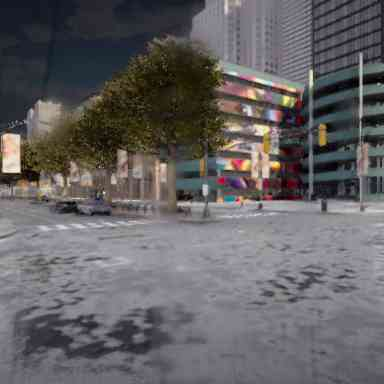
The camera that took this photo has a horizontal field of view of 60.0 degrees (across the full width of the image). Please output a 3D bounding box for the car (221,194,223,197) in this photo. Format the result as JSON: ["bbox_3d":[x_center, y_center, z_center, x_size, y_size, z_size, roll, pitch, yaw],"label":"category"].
[{"bbox_3d":[8.185,1.152,80.755,1.895,1.301,4.718,0,0,-36],"label":"car"}]

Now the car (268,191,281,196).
[{"bbox_3d":[22.702,0.612,92.247,2.435,2.045,5.566,0,0,-36],"label":"car"}]

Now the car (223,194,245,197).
[{"bbox_3d":[9.006,1.053,66.822,2.002,1.452,4.674,0,0,-36],"label":"car"}]

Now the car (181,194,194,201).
[{"bbox_3d":[-1.468,1.169,74.308,2.161,1.482,4.786,0,0,-36],"label":"car"}]

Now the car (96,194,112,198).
[{"bbox_3d":[-16.595,1.219,62.434,2.097,1.767,4.553,0,0,-37],"label":"car"}]

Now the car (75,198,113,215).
[{"bbox_3d":[-9.572,1.536,32.627,1.895,1.301,4.718,0,0,-36],"label":"car"}]

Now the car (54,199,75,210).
[{"bbox_3d":[-15.377,1.499,40.715,1.994,1.385,4.181,0,0,-37],"label":"car"}]
